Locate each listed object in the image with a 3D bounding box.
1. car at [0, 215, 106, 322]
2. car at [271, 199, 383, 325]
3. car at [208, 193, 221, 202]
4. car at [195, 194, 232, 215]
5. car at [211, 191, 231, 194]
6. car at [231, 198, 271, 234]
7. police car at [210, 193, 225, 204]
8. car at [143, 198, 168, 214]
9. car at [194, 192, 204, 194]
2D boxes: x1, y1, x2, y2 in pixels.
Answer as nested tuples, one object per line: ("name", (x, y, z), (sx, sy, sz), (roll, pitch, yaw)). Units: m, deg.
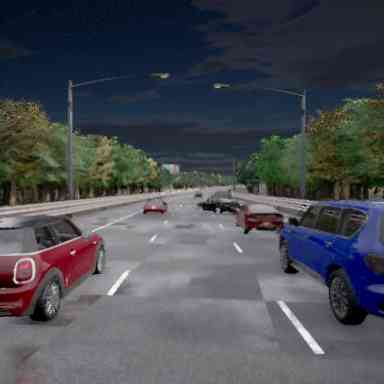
("car", (-3.402, 1.283, 7.260), (2.097, 1.767, 4.553), (0, 0, 0))
("car", (3.498, 1.154, 7.093), (2.150, 2.045, 5.566), (0, 1, 0))
("car", (4.168, 0.927, 61.788), (2.128, 1.511, 4.902), (0, 1, 2))
("car", (2.348, 1.193, 30.738), (1.882, 1.535, 5.008), (0, 0, -29))
("car", (3.638, 0.853, 39.972), (2.150, 2.045, 5.566), (0, 0, 1))
("car", (3.497, 1.309, 18.069), (1.882, 1.535, 5.008), (0, 1, 0))
("police car", (3.856, 0.958, 50.977), (1.930, 1.638, 5.238), (0, 1, 1))
("car", (-3.355, 1.274, 31.234), (1.994, 1.385, 4.181), (0, 1, 0))
("car", (1.622, 0.726, 84.245), (1.837, 1.490, 4.892), (0, 1, 3))
